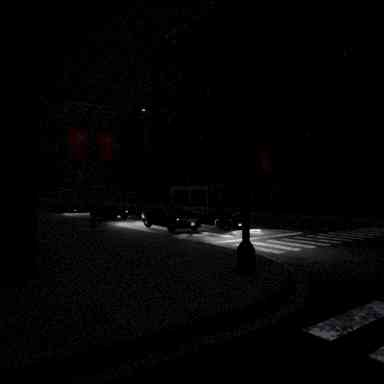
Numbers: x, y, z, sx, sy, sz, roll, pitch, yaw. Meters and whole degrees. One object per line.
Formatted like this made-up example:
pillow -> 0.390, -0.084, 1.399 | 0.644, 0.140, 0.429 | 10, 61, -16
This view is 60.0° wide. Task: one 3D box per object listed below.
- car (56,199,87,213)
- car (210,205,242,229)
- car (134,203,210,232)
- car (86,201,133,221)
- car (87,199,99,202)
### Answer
car -> -14.374, 1.689, 38.740 | 2.033, 1.411, 5.357 | 0, 0, -36
car -> 1.454, 1.609, 22.338 | 2.033, 1.411, 5.357 | 0, 0, -33
car -> -1.387, 1.548, 20.661 | 2.128, 1.511, 4.902 | 0, 0, -36
car -> -7.200, 1.696, 28.747 | 1.895, 1.301, 4.718 | 0, 0, -36
car -> -12.341, 1.640, 41.499 | 2.128, 1.511, 4.902 | 0, 0, -35
